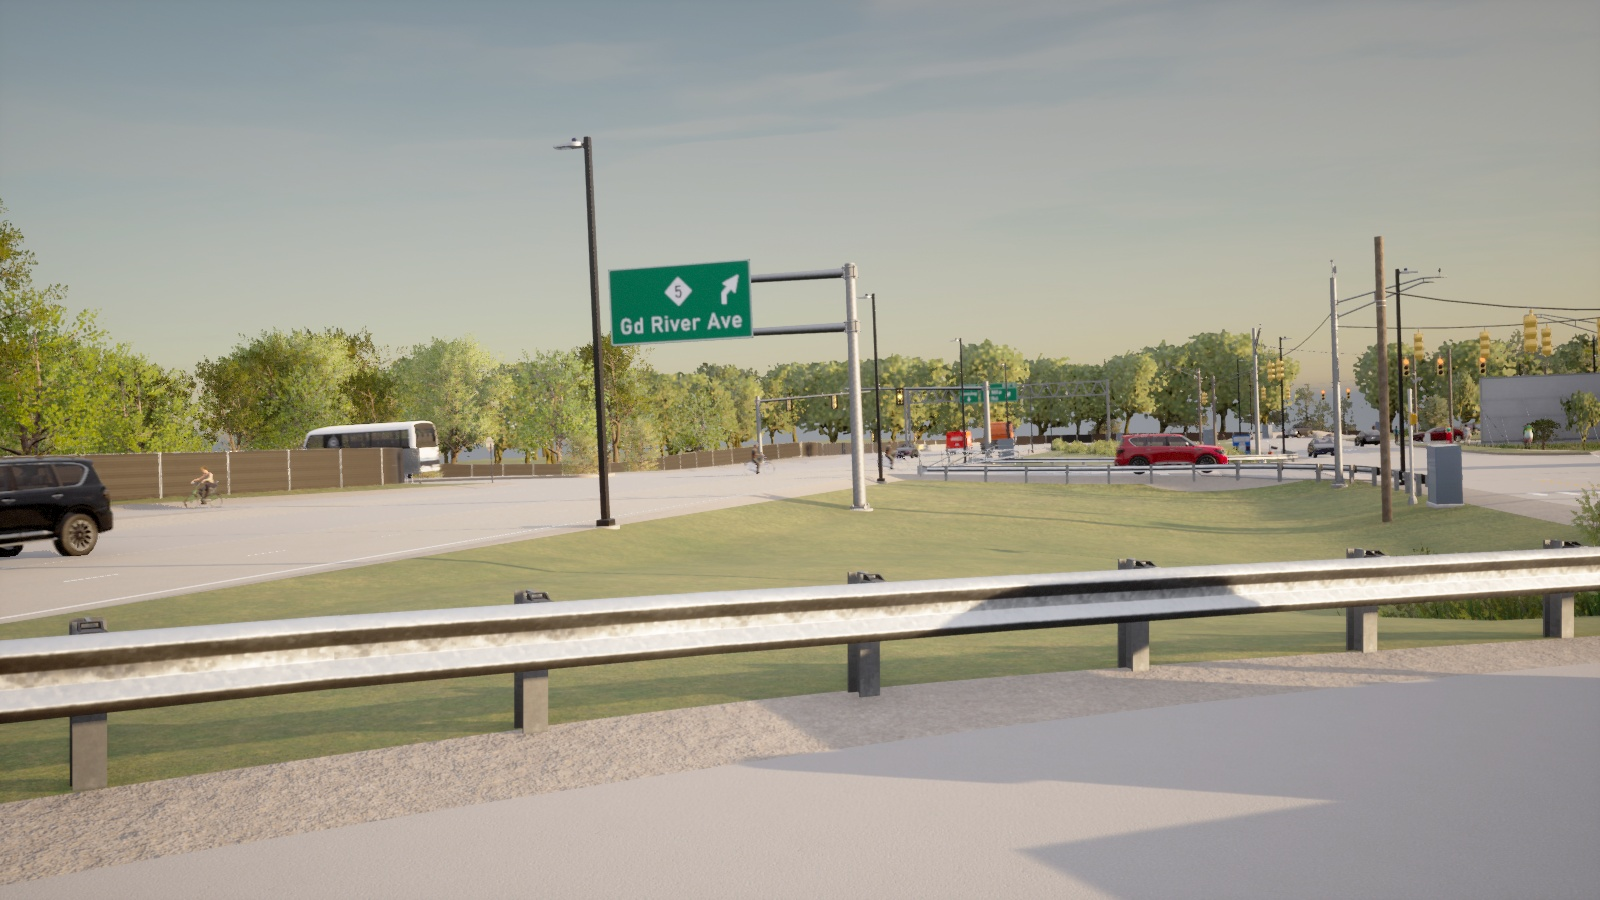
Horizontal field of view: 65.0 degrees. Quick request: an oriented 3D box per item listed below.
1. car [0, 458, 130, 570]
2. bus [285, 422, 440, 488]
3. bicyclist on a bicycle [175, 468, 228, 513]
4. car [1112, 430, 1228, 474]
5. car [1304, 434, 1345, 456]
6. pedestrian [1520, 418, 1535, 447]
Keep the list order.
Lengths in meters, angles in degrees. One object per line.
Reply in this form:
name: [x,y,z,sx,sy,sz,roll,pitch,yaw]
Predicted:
car: [-16.052,1.271,24.273,2.150,2.045,5.566,-2,0,15]
bus: [-32.570,0.383,93.589,10.273,4.253,3.944,-3,1,16]
bicyclist on a bicycle: [-22.395,1.500,47.015,0.866,1.612,1.509,-2,0,34]
car: [18.900,0.090,64.235,5.566,2.045,2.150,-2,0,17]
car: [37.890,-0.357,90.899,2.033,1.411,5.357,-2,1,16]
pedestrian: [49.622,-1.194,85.669,0.659,1.952,0.873,-2,2,16]
